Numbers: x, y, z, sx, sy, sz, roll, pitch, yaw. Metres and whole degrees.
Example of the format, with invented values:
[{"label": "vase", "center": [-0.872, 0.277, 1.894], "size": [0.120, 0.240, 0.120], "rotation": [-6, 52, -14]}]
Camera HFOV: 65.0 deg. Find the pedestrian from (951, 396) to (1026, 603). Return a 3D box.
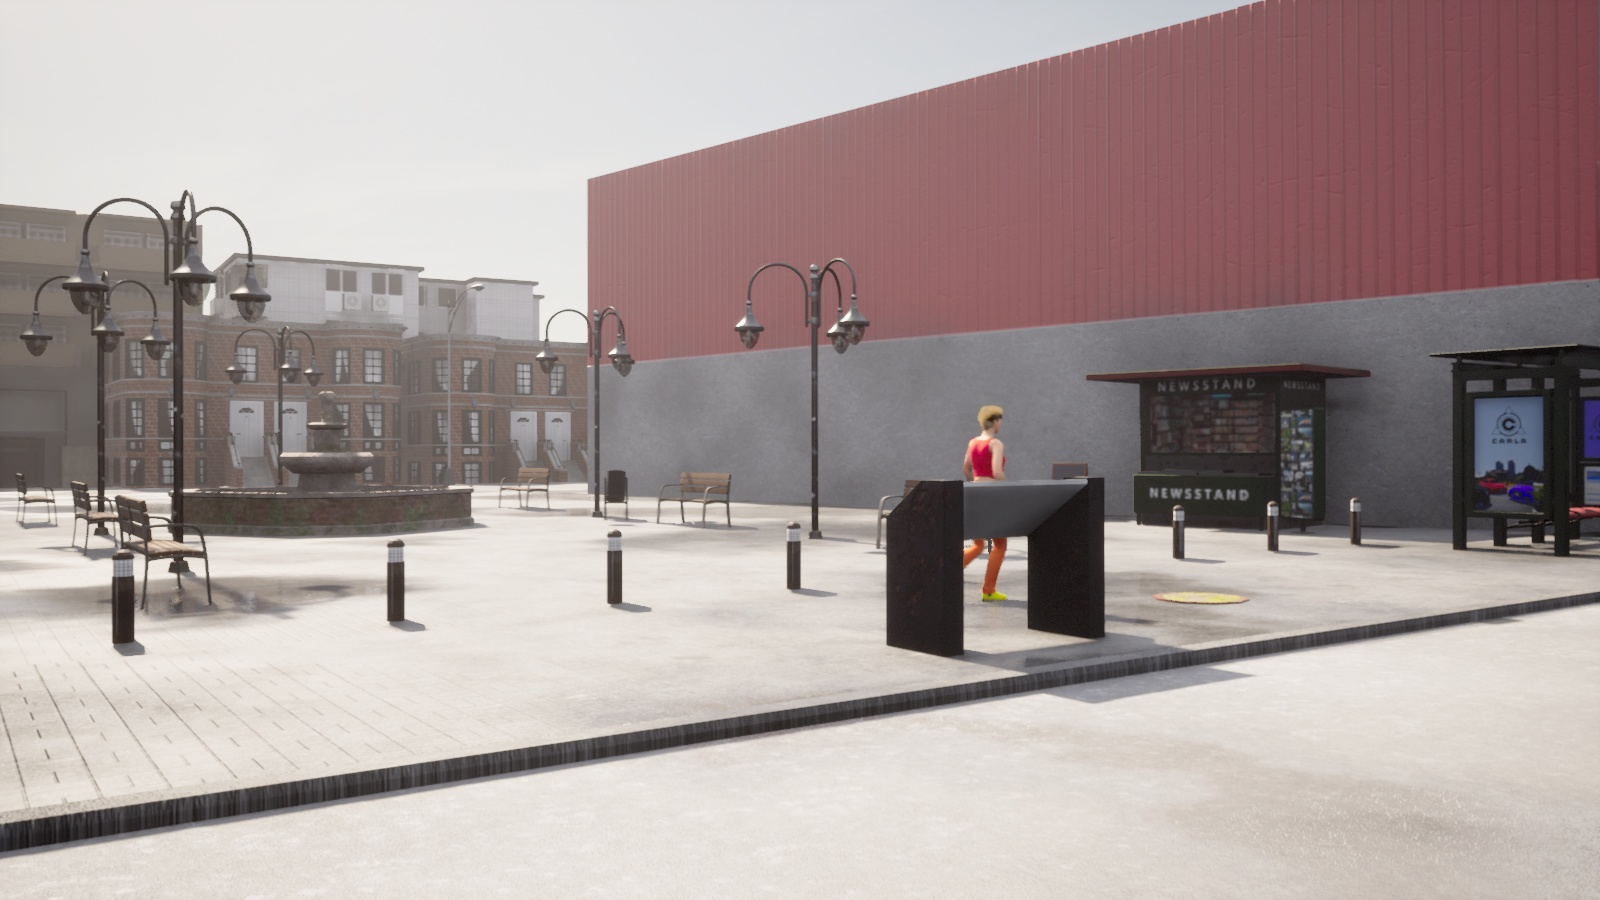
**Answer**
[{"label": "pedestrian", "center": [1.725, 0.439, 11.475], "size": [0.594, 1.836, 0.345], "rotation": [0, 0, -35]}]
